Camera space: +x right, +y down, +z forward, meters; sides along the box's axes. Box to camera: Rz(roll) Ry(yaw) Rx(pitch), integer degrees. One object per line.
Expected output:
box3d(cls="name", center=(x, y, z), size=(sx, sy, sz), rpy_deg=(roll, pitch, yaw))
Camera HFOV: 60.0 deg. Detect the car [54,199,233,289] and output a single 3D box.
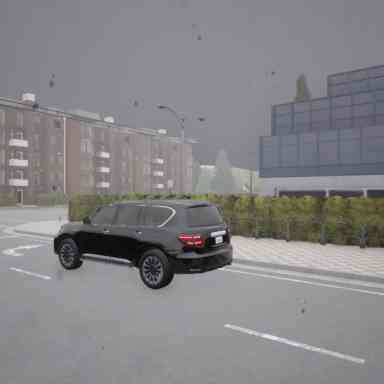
box3d(cls="car", center=(-1.552, 1.221, 9.387), size=(5.566, 2.045, 2.150), rpy_deg=(0, 0, 35))
